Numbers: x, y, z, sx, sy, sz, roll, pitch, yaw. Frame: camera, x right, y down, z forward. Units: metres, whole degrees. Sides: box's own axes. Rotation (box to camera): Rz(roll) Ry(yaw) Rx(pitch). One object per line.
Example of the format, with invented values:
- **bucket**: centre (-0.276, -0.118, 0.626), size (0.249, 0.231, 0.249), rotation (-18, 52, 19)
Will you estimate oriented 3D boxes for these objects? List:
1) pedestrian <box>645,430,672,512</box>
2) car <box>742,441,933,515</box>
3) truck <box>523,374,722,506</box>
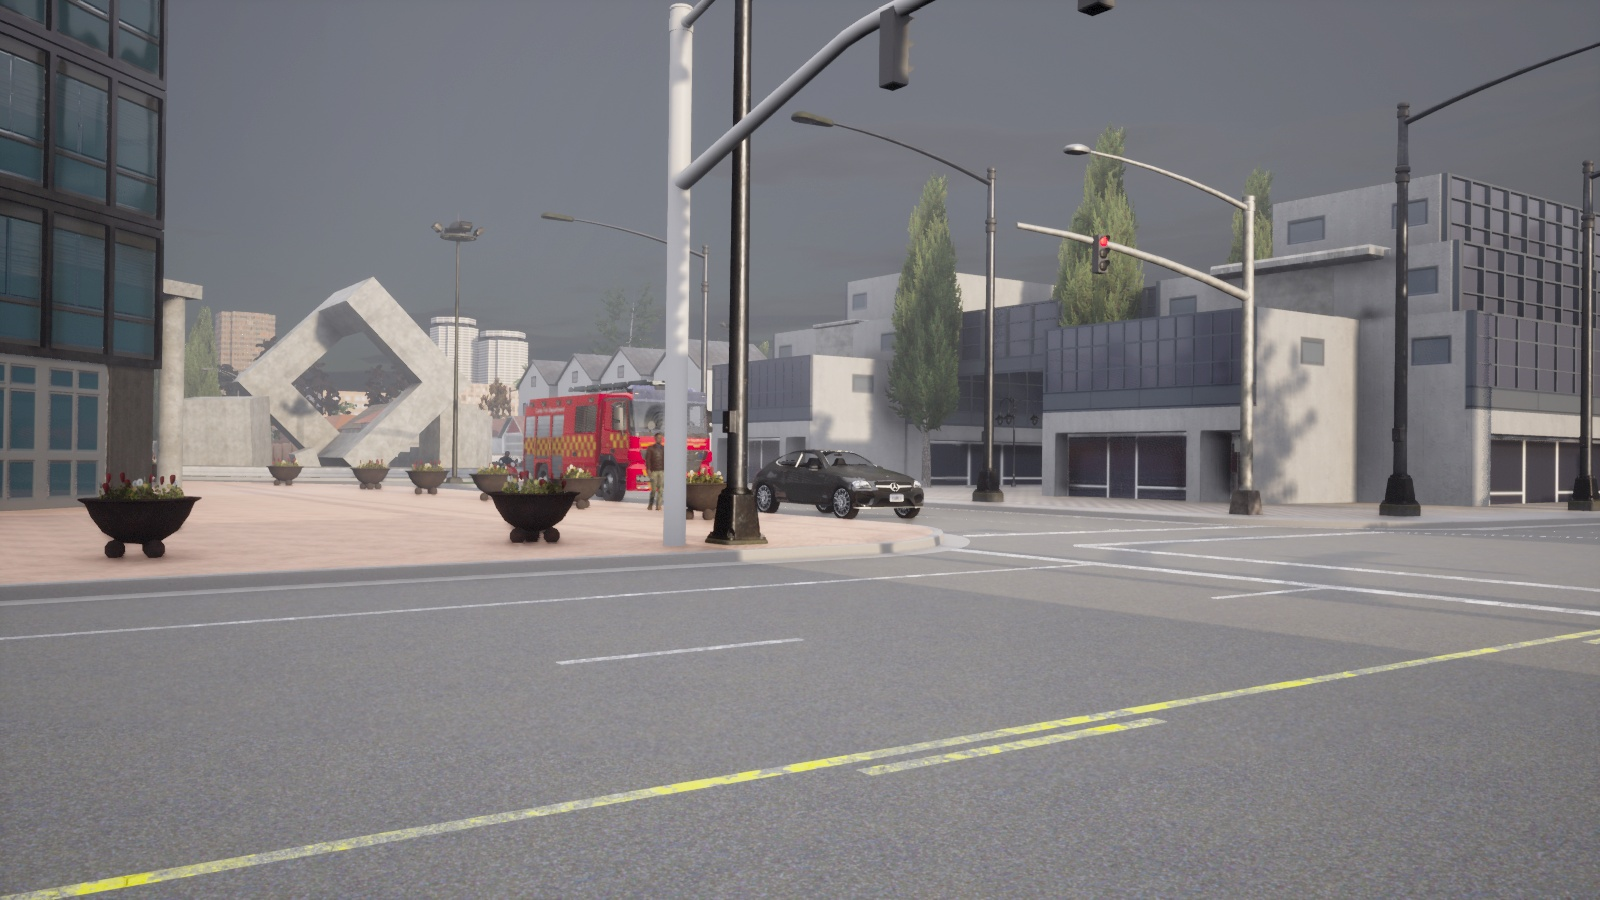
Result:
- **pedestrian**: centre (-3.237, 0.478, 28.654), size (0.431, 1.840, 0.703), rotation (1, -1, -20)
- **car**: centre (0.809, 0.645, 30.856), size (2.152, 1.651, 5.027), rotation (1, -1, -34)
- **truck**: centre (-5.982, -0.266, 40.798), size (2.891, 3.827, 8.468), rotation (1, -1, -34)
